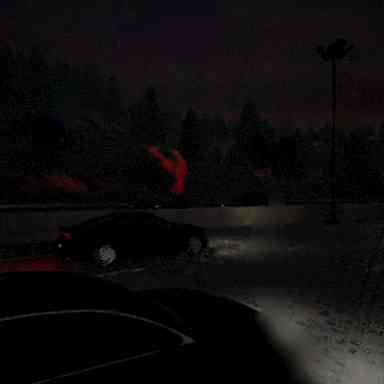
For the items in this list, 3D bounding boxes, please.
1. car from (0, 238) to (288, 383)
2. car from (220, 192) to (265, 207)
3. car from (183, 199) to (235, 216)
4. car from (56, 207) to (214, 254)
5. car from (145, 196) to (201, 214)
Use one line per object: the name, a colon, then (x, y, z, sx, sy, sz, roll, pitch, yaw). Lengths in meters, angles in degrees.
car: (-1.266, 1.477, 2.791, 4.892, 1.490, 1.837, -1, 0, -35)
car: (3.995, 1.015, 27.206, 5.566, 2.045, 2.150, 0, 1, -30)
car: (1.543, 1.330, 29.802, 4.181, 1.385, 1.994, 0, 1, -30)
car: (-1.764, 1.382, 10.976, 5.008, 1.535, 1.882, 0, 0, -34)
car: (-1.779, 1.216, 31.901, 5.008, 1.535, 1.882, 0, 0, -31)
